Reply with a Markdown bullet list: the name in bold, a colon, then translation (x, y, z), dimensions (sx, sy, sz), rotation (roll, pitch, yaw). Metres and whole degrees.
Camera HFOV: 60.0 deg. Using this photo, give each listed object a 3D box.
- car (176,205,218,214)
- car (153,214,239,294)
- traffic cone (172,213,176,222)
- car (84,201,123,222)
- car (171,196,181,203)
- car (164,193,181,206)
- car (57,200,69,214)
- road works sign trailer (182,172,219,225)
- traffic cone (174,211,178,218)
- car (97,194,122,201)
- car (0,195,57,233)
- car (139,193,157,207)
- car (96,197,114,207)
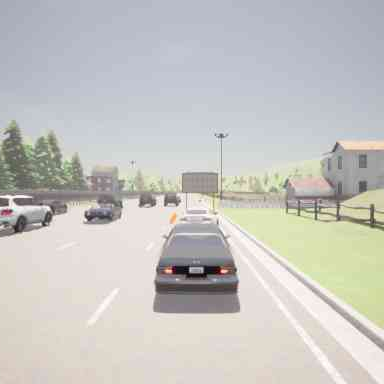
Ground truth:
- **car**: translation (0.414, 1.542, 18.510), dimensions (1.812, 1.442, 4.674), rotation (-1, -1, 7)
- **car**: translation (0.113, 1.547, 8.902), dimensions (2.033, 1.411, 5.357), rotation (0, 0, 1)
- **traffic cone**: translation (-1.448, 1.955, 23.259), dimensions (0.340, 0.580, 0.340), rotation (0, 0, 0)
- **car**: translation (-6.855, 1.600, 26.253), dimensions (1.895, 1.301, 4.718), rotation (0, 0, 0)
- **car**: translation (-3.282, 1.564, 68.656), dimensions (1.994, 1.385, 4.181), rotation (0, 0, 0)
- **car**: translation (-3.308, 1.221, 53.441), dimensions (2.150, 2.045, 5.566), rotation (0, 0, 0)
- **car**: translation (-13.844, 1.504, 32.942), dimensions (1.837, 1.490, 4.892), rotation (0, 0, 0)
- **road works sign trailer**: translation (0.527, 0.464, 22.122), dimensions (2.380, 3.560, 2.880), rotation (0, 0, -2)
- **traffic cone**: translation (-1.444, 1.955, 25.259), dimensions (0.340, 0.580, 0.340), rotation (0, 0, 0)
- **car**: translation (-10.328, 1.223, 42.169), dimensions (2.150, 2.045, 5.566), rotation (0, 0, 0)
- **car**: translation (-10.366, 1.219, 19.744), dimensions (2.150, 2.045, 5.566), rotation (0, 0, 0)
- **car**: translation (-6.812, 1.224, 51.596), dimensions (2.150, 2.045, 5.566), rotation (0, 0, 0)
- **car**: translation (-13.811, 1.525, 53.038), dimensions (1.812, 1.442, 4.674), rotation (0, 0, 0)
